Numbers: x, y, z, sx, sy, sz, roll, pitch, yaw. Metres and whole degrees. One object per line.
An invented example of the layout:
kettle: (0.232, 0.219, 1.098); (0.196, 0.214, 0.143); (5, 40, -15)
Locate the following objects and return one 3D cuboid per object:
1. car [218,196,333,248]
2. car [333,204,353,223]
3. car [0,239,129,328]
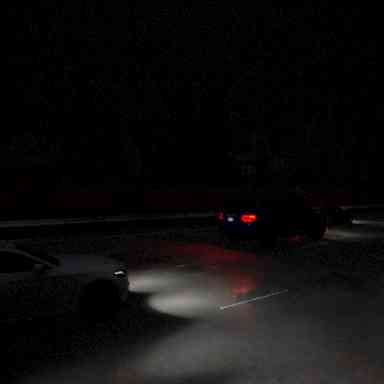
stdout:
car: (3.723, 1.223, 15.073); (5.566, 2.045, 2.150); (0, 0, -36)
car: (9.521, 1.534, 23.603); (4.674, 1.442, 1.812); (0, 0, -36)
car: (-3.382, 1.526, 5.634); (4.674, 1.442, 1.812); (0, 0, -36)
